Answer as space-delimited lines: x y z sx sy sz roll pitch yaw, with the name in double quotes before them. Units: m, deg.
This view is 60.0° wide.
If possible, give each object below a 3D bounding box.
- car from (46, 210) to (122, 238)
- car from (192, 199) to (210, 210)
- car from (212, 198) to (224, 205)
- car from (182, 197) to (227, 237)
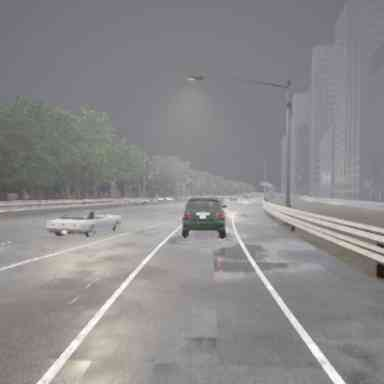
"car" -5.472 1.601 17.676 1.895 1.301 4.718 1 0 13
"car" 1.368 1.770 48.552 1.994 1.385 4.181 0 0 13
"car" 5.267 1.855 66.149 1.812 1.442 4.674 0 0 12
"car" 0.747 1.283 18.523 2.150 2.045 5.566 0 0 5
